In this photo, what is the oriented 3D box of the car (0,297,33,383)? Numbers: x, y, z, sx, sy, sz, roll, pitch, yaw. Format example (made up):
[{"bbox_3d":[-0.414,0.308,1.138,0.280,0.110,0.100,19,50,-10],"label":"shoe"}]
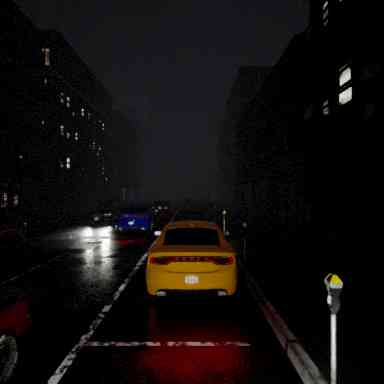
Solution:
[{"bbox_3d":[-3.050,1.601,2.306,1.895,1.301,4.718,0,0,0],"label":"car"}]

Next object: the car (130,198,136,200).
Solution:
[{"bbox_3d":[-8.834,1.439,42.793,1.967,1.590,4.097,0,0,0],"label":"car"}]

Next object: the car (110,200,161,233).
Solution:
[{"bbox_3d":[-3.146,1.478,19.678,1.882,1.535,5.008,0,0,0],"label":"car"}]

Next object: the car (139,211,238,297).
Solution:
[{"bbox_3d":[-0.005,1.478,8.649,1.882,1.535,5.008,0,0,0],"label":"car"}]

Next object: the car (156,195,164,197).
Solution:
[{"bbox_3d":[-8.834,1.541,87.882,2.008,1.369,4.403,0,0,0],"label":"car"}]

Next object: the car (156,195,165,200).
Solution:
[{"bbox_3d":[-8.834,1.539,93.519,2.008,1.369,4.403,0,0,0],"label":"car"}]

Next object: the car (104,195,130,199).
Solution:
[{"bbox_3d":[-8.833,1.314,37.157,2.192,1.841,5.009,0,0,0],"label":"car"}]

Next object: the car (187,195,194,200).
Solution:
[{"bbox_3d":[-0.452,1.513,93.685,1.752,1.417,4.829,0,0,0],"label":"car"}]

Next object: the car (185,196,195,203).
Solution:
[{"bbox_3d":[-0.453,1.545,70.970,2.008,1.369,4.403,0,0,0],"label":"car"}]

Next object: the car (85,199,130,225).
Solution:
[{"bbox_3d":[-6.245,1.492,24.215,2.128,1.511,4.902,0,0,0],"label":"car"}]

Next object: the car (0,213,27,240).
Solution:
[{"bbox_3d":[-8.835,1.583,14.612,1.802,1.307,4.206,0,0,0],"label":"car"}]

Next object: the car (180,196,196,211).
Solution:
[{"bbox_3d":[-0.454,1.525,37.323,1.752,1.417,4.829,0,0,0],"label":"car"}]

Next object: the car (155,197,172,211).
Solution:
[{"bbox_3d":[-3.046,1.547,33.550,2.033,1.411,5.357,0,0,0],"label":"car"}]
